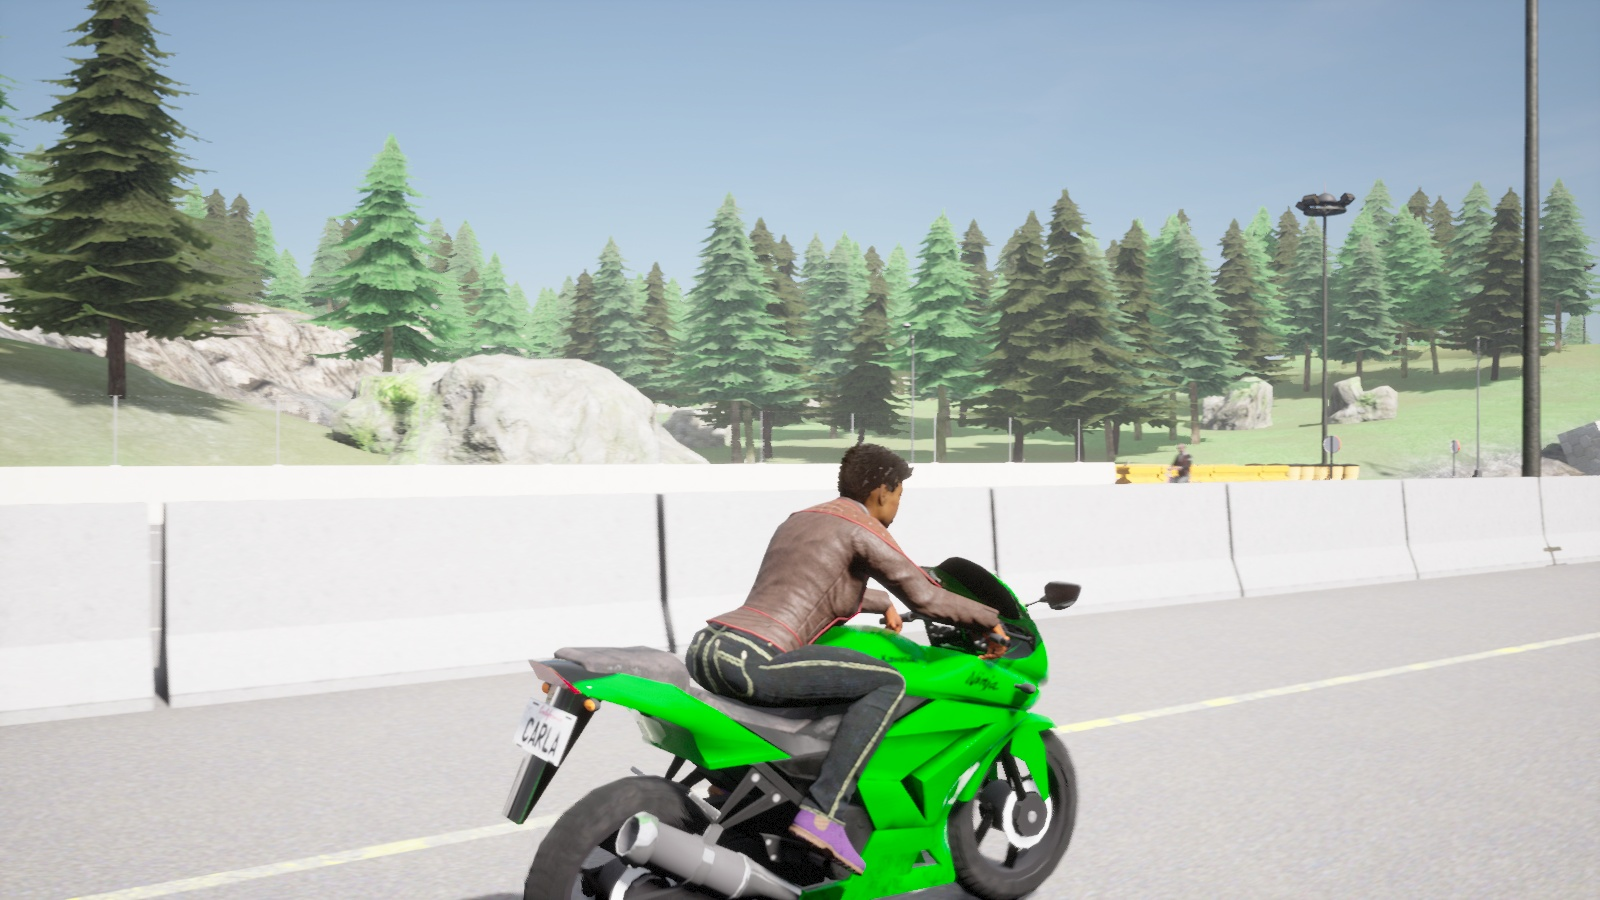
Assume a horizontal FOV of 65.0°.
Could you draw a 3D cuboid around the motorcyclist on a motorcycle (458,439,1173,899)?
[{"bbox_3d":[0.120,0.736,3.743,2.044,1.523,0.797,0,0,-35],"label":"motorcyclist on a motorcycle"}]
